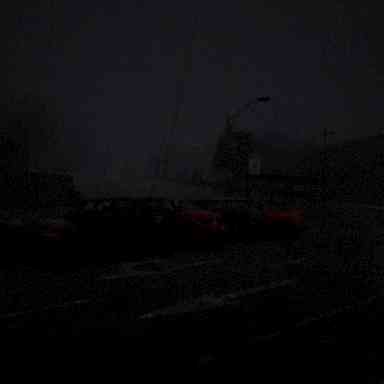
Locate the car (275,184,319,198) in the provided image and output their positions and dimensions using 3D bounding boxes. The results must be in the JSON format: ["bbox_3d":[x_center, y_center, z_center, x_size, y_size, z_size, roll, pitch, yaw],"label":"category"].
[{"bbox_3d":[12.658,0.043,41.189,1.895,1.301,4.718,2,4,-36],"label":"car"}]

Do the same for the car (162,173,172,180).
[{"bbox_3d":[-3.793,-3.776,79.664,2.435,2.045,5.566,7,4,34],"label":"car"}]

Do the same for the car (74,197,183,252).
[{"bbox_3d":[-3.456,1.241,14.076,5.566,2.045,2.435,-1,-1,35],"label":"car"}]

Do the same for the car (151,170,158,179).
[{"bbox_3d":[-7.332,-4.162,84.590,2.185,1.767,4.553,4,1,33],"label":"car"}]

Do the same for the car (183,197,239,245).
[{"bbox_3d":[-0.947,1.241,15.788,5.566,2.045,2.435,-1,-1,35],"label":"car"}]

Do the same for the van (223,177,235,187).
[{"bbox_3d":[8.363,-1.839,62.418,1.878,1.987,4.442,7,4,35],"label":"van"}]

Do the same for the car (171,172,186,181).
[{"bbox_3d":[-1.935,-3.253,77.411,1.946,1.575,5.366,7,3,34],"label":"car"}]

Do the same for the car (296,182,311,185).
[{"bbox_3d":[17.099,-0.501,50.224,2.435,2.045,5.566,7,3,35],"label":"car"}]

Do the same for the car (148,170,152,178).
[{"bbox_3d":[-9.110,-4.440,86.932,2.435,2.045,5.566,1,-1,34],"label":"car"}]

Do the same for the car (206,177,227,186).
[{"bbox_3d":[4.943,-2.120,67.459,2.002,1.452,4.674,7,4,35],"label":"car"}]

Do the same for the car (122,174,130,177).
[{"bbox_3d":[-18.489,-4.210,91.918,1.895,1.301,4.718,2,-3,-21],"label":"car"}]

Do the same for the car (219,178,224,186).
[{"bbox_3d":[6.781,-1.888,65.144,1.946,1.575,5.366,7,3,35],"label":"car"}]

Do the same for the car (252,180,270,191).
[{"bbox_3d":[11.867,-1.067,57.595,2.231,1.521,4.892,7,3,35],"label":"car"}]

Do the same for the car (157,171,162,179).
[{"bbox_3d":[-5.594,-3.927,82.125,2.185,1.767,4.553,6,3,34],"label":"car"}]

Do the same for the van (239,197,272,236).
[{"bbox_3d":[1.586,1.267,17.466,4.442,1.987,1.878,-1,-1,35],"label":"van"}]

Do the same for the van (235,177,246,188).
[{"bbox_3d":[10.100,-1.566,59.951,1.878,1.987,4.442,7,4,35],"label":"van"}]

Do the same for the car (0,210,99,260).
[{"bbox_3d":[-5.878,1.531,12.312,4.674,1.452,2.002,-1,-1,35],"label":"car"}]

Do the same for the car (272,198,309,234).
[{"bbox_3d":[3.990,1.369,19.223,4.553,1.767,2.185,-1,-1,35],"label":"car"}]

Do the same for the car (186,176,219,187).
[{"bbox_3d":[1.652,-1.781,56.503,2.128,1.511,4.902,2,4,-36],"label":"car"}]

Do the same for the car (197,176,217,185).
[{"bbox_3d":[3.193,-2.393,69.916,2.002,1.452,4.674,7,3,35],"label":"car"}]

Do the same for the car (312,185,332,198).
[{"bbox_3d":[18.798,0.062,47.757,2.002,1.452,4.674,7,3,35],"label":"car"}]
